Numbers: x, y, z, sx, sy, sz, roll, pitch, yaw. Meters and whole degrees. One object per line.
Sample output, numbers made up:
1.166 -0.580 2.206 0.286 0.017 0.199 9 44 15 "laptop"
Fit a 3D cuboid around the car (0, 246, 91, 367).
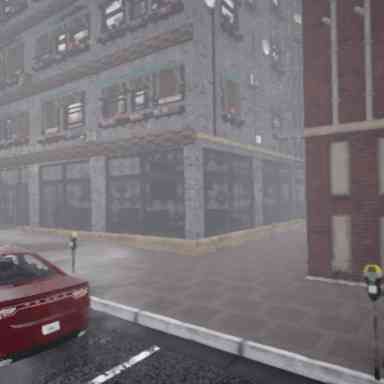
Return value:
-3.561 1.552 5.428 4.507 1.381 1.887 0 -1 35 "car"
